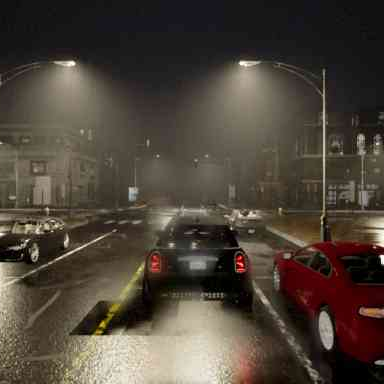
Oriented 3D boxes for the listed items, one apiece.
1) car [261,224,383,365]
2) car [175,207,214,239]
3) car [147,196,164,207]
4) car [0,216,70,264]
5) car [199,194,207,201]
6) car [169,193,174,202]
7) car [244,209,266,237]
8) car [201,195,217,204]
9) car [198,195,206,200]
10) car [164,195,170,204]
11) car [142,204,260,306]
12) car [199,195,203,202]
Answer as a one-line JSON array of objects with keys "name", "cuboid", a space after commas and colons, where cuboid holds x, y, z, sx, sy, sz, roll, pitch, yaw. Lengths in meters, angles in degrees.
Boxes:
[{"name": "car", "cuboid": [2.702, 1.545, 5.911, 1.887, 1.381, 4.507, 0, 0, 0]}, {"name": "car", "cuboid": [0.114, 1.603, 18.388, 1.895, 1.301, 4.718, 0, 0, 0]}, {"name": "car", "cuboid": [-5.622, 1.588, 49.709, 1.802, 1.307, 4.206, 0, 0, 0]}, {"name": "car", "cuboid": [-5.671, 1.552, 11.631, 2.008, 1.369, 4.403, 0, 0, 0]}, {"name": "car", "cuboid": [2.809, 1.458, 88.337, 1.967, 1.590, 4.097, 0, 0, 0]}, {"name": "car", "cuboid": [-5.593, 1.452, 71.796, 1.967, 1.590, 4.097, 0, 0, 0]}, {"name": "car", "cuboid": [2.717, 1.553, 17.295, 2.008, 1.369, 4.403, 0, 0, 0]}, {"name": "car", "cuboid": [2.758, 1.572, 49.685, 1.947, 1.339, 4.313, 0, 0, 0]}, {"name": "car", "cuboid": [2.815, 1.572, 93.860, 2.008, 1.369, 4.403, 0, 0, 0]}, {"name": "car", "cuboid": [-5.608, 1.559, 60.752, 2.008, 1.369, 4.403, 0, 0, 0]}, {"name": "car", "cuboid": [0.110, 1.353, 8.167, 2.097, 1.767, 4.553, 0, 0, 0]}, {"name": "car", "cuboid": [2.772, 1.591, 60.727, 1.802, 1.307, 4.206, 0, 0, 0]}]
